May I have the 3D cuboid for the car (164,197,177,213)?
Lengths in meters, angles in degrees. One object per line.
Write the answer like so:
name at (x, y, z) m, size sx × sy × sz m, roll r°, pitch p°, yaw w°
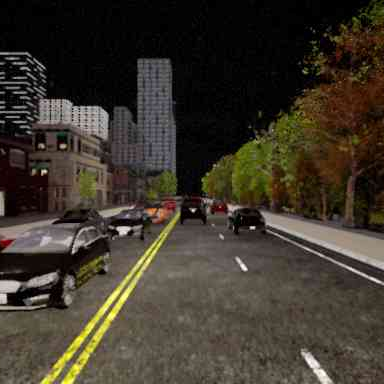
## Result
car at (-3.254, 1.734, 44.999) m, size 2.150 × 2.045 × 5.566 m, roll 0°, pitch -1°, yaw 0°

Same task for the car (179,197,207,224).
car at (0.099, 1.542, 28.068) m, size 2.150 × 2.045 × 5.566 m, roll 0°, pitch 0°, yaw 0°

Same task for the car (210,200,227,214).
car at (3.347, 1.820, 41.625) m, size 2.097 × 1.767 × 4.553 m, roll 0°, pitch -1°, yaw 0°

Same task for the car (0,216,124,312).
car at (-3.326, 1.585, 8.131) m, size 2.128 × 1.511 × 4.902 m, roll 0°, pitch -1°, yaw 0°

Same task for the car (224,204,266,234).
car at (3.348, 1.742, 20.814) m, size 1.837 × 1.490 × 4.892 m, roll 0°, pitch 0°, yaw 0°

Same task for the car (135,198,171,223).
car at (-3.254, 1.674, 28.504) m, size 2.097 × 1.767 × 4.553 m, roll 0°, pitch -1°, yaw 0°

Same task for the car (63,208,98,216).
car at (-6.504, 1.725, 19.433) m, size 1.837 × 1.490 × 4.892 m, roll 0°, pitch -1°, yaw 0°

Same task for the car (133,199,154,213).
car at (-6.504, 1.861, 45.078) m, size 2.097 × 1.767 × 4.553 m, roll 0°, pitch -1°, yaw 0°

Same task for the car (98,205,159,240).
car at (-3.252, 1.698, 18.217) m, size 2.128 × 1.511 × 4.902 m, roll 0°, pitch -1°, yaw 0°

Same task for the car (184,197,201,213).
car at (0.092, 1.733, 45.372) m, size 2.150 × 2.045 × 5.566 m, roll 0°, pitch 0°, yaw 0°
